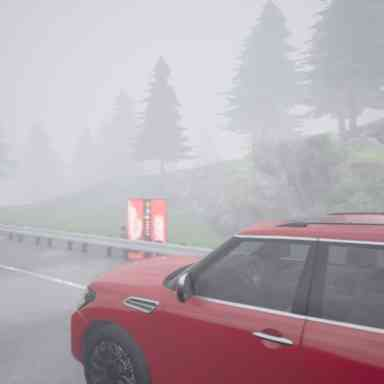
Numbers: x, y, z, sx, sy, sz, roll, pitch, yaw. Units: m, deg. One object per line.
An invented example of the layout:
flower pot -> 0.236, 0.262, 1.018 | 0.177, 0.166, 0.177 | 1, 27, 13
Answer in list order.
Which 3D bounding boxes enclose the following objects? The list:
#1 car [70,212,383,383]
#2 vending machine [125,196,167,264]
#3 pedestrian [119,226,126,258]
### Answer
car -> 1.249, 1.221, 3.100 | 5.566, 2.045, 2.150 | 0, 0, 36
vending machine -> -1.512, 1.196, 11.092 | 0.880, 2.100, 1.100 | 0, 0, 36
pedestrian -> -2.385, 1.674, 11.442 | 0.500, 1.100, 0.500 | 0, 0, 36
